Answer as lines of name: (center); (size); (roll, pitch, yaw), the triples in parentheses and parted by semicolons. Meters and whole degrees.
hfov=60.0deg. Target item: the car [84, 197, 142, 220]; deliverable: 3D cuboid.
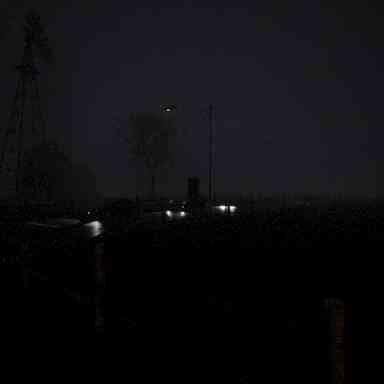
car: (-5.962, 1.206, 25.647); (1.837, 1.490, 4.892); (1, 2, 35)

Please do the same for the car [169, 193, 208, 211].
car: (-0.318, 0.924, 33.597); (2.097, 1.767, 4.553); (1, 2, 35)

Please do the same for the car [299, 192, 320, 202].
car: (18.947, 0.800, 54.371); (1.812, 1.442, 4.674); (1, 2, 35)

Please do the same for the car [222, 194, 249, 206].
car: (5.458, 1.005, 41.742); (1.994, 1.385, 4.181); (1, 2, 35)

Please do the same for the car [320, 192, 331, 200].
car: (24.746, 0.710, 62.554); (1.994, 1.385, 4.181); (1, 1, 36)
